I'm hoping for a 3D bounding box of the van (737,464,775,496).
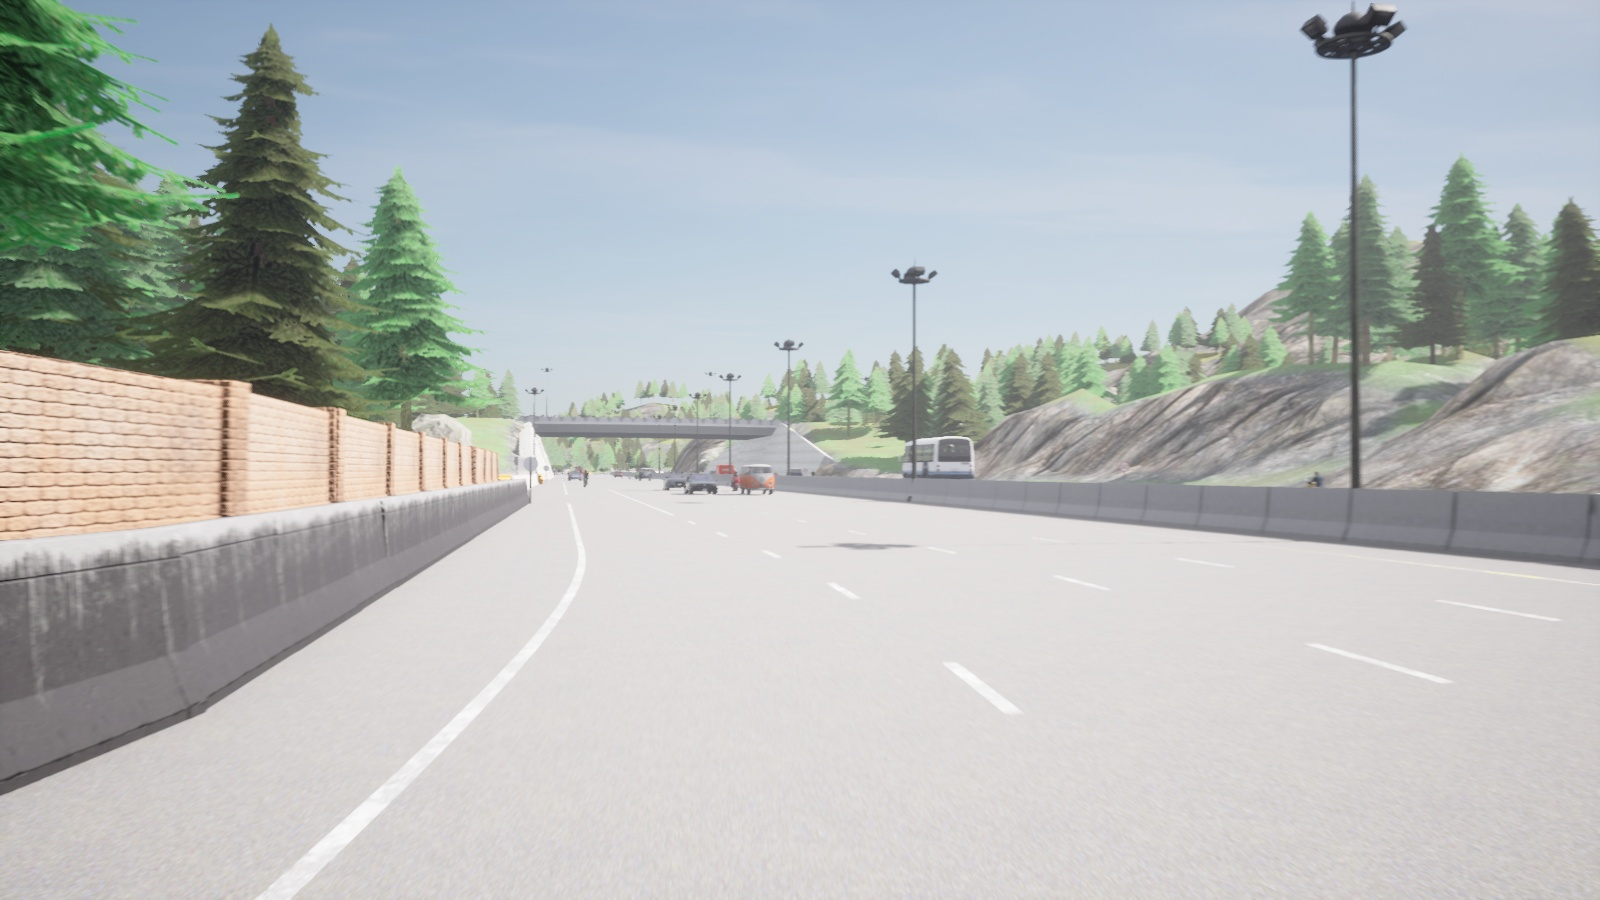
[{"bbox_3d":[-2.922,1.963,82.468,1.775,1.987,4.442,0,-1,-11],"label":"van"}]

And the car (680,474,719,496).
[{"bbox_3d":[-6.722,2.303,83.700,2.033,1.411,5.357,0,-1,-11],"label":"car"}]
